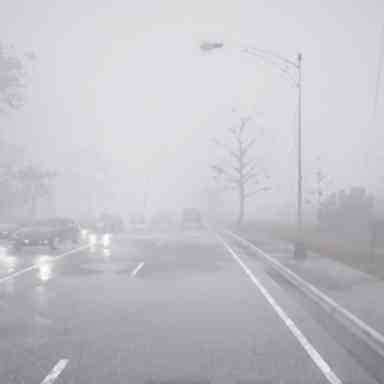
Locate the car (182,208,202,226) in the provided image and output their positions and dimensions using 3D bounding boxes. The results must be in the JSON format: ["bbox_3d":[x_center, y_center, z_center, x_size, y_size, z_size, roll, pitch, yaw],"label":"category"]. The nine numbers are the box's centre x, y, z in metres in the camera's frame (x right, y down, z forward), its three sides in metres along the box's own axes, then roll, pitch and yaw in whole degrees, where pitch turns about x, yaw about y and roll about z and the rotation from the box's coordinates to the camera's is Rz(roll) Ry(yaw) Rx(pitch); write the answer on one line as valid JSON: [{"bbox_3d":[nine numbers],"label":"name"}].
[{"bbox_3d":[-0.028,2.907,38.962,2.150,2.045,5.566,0,-3,0],"label":"car"}]

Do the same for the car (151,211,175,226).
[{"bbox_3d":[-3.528,3.057,39.308,2.097,1.767,4.553,0,-3,0],"label":"car"}]

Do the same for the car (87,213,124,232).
[{"bbox_3d":[-7.101,2.575,28.205,2.128,1.511,4.902,0,-3,0],"label":"car"}]

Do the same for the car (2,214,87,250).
[{"bbox_3d":[-7.102,1.976,16.723,1.837,1.490,4.892,0,-3,0],"label":"car"}]

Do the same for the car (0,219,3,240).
[{"bbox_3d":[-10.600,2.189,20.192,2.033,1.411,5.357,0,-3,0],"label":"car"}]

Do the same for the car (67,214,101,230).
[{"bbox_3d":[-10.603,2.917,33.036,1.994,1.385,4.181,0,-3,0],"label":"car"}]

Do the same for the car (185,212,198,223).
[{"bbox_3d":[-0.032,3.773,49.855,1.882,1.535,5.008,0,-3,0],"label":"car"}]

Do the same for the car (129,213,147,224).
[{"bbox_3d":[-7.031,3.504,43.506,1.837,1.490,4.892,0,-3,0],"label":"car"}]

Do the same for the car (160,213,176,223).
[{"bbox_3d":[-3.533,3.834,49.694,2.033,1.411,5.357,0,-3,0],"label":"car"}]
